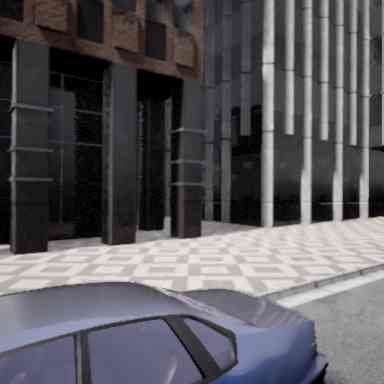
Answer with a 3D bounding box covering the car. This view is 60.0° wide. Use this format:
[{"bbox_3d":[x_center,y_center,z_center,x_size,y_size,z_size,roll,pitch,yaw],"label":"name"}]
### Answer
[{"bbox_3d":[-1.176,1.547,2.522,5.357,1.411,2.033,0,0,-35],"label":"car"}]
